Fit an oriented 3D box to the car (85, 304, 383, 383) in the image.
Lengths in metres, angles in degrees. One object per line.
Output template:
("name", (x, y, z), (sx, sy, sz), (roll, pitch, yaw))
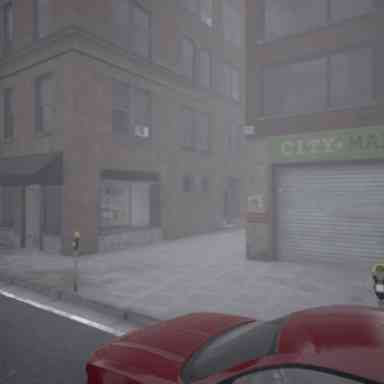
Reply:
("car", (1.086, 1.546, 2.302), (4.507, 1.381, 1.887), (0, 0, 35))
